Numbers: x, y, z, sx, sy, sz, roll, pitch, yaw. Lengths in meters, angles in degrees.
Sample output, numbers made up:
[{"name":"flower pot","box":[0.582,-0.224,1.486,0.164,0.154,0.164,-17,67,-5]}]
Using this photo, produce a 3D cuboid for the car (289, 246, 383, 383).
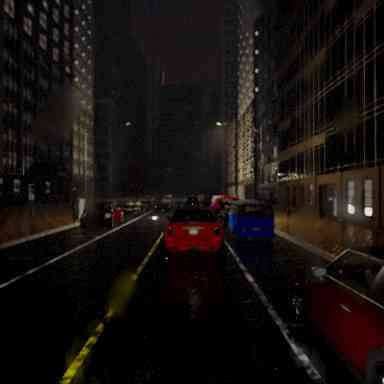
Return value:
[{"name":"car","box":[2.698,1.430,4.425,1.967,1.590,4.097,0,0,0]}]

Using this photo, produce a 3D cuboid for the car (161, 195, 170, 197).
[{"name":"car","box":[-5.702,1.400,60.818,2.008,1.369,4.403,1,0,0]}]

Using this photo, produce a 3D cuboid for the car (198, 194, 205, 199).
[{"name":"car","box":[2.668,1.302,94.688,2.008,1.369,4.403,1,0,0]}]

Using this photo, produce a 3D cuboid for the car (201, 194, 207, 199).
[{"name":"car","box":[2.687,1.208,43.914,2.192,1.841,5.009,1,0,0]}]

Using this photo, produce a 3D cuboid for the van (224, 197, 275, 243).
[{"name":"van","box":[2.695,1.305,15.707,1.690,1.788,3.998,1,0,0]}]

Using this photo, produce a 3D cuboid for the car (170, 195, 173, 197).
[{"name":"car","box":[-5.709,1.330,83.388,1.887,1.381,4.507,1,0,0]}]

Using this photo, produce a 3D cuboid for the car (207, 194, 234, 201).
[{"name":"car","box":[2.692,1.251,26.990,2.192,1.841,5.009,1,0,0]}]

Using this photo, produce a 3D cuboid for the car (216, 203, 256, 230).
[{"name":"car","box":[2.691,1.501,21.349,2.008,1.369,4.403,1,0,0]}]

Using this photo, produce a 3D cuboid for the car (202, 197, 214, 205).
[{"name":"car","box":[2.680,1.446,55.198,1.802,1.307,4.206,1,0,0]}]

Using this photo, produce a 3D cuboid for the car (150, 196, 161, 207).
[{"name":"car","box":[-5.697,1.444,43.889,2.008,1.369,4.403,1,0,0]}]

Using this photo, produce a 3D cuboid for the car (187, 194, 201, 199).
[{"name":"car","box":[0.085,1.389,47.024,1.837,1.490,4.892,0,0,0]}]

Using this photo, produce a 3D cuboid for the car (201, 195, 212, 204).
[{"name":"car","box":[2.679,1.373,61.009,1.752,1.417,4.829,1,0,0]}]

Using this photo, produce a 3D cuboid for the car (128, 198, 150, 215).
[{"name":"car","box":[-5.693,1.473,32.604,2.008,1.369,4.403,1,0,0]}]

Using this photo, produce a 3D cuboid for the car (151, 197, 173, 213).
[{"name":"car","box":[-3.011,1.580,36.380,1.895,1.301,4.718,0,0,0]}]

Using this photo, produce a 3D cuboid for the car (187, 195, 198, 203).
[{"name":"car","box":[0.080,1.385,64.865,2.033,1.411,5.357,0,0,0]}]

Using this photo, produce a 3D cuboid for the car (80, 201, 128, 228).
[{"name":"car","box":[-5.688,1.391,21.318,1.967,1.590,4.097,1,0,0]}]

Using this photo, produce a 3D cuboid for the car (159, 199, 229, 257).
[{"name":"car","box":[0.034,1.322,13.030,2.097,1.767,4.553,0,0,0]}]
